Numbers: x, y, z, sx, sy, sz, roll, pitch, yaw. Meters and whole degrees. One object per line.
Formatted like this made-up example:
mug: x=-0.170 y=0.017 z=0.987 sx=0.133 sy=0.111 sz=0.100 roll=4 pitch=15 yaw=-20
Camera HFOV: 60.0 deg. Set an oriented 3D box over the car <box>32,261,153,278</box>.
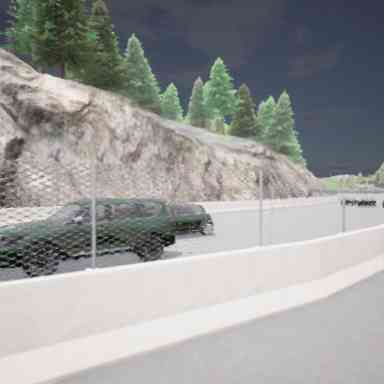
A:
car: x=-3.106 y=1.237 z=10.505 sx=5.566 sy=2.045 sz=2.150 roll=0 pitch=0 yaw=-37
